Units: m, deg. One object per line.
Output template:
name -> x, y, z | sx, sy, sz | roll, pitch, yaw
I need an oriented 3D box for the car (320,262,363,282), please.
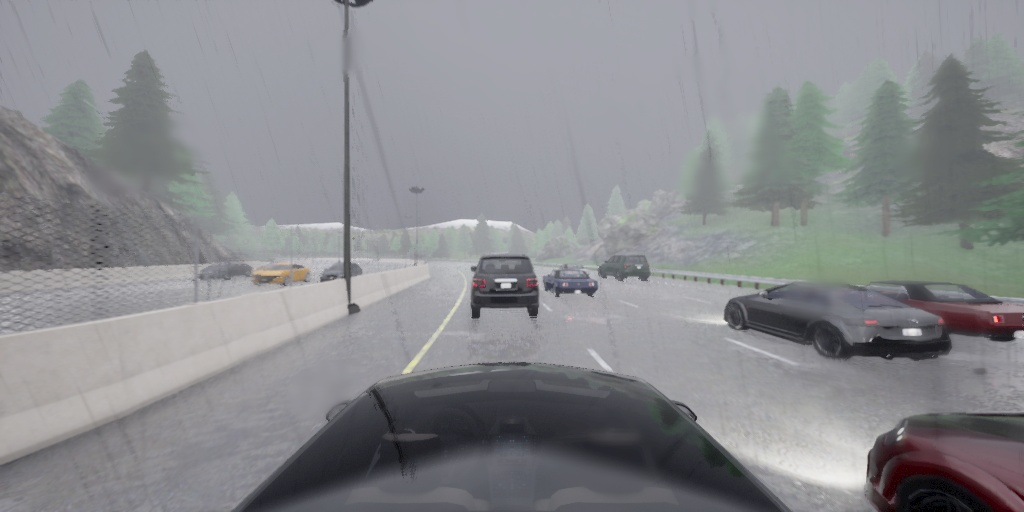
car -> -12.372, 1.230, 26.366 | 1.837, 1.490, 4.892 | 0, 0, -8

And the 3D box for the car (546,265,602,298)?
car -> 2.787, 1.314, 18.349 | 1.895, 1.301, 4.718 | 0, 0, -5

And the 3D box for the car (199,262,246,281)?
car -> -23.433, 1.233, 29.623 | 2.128, 1.511, 4.902 | 0, 0, -9

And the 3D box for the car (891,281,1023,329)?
car -> 10.355, 1.316, 9.584 | 1.895, 1.301, 4.718 | 0, 0, -2

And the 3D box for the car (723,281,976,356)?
car -> 6.882, 1.289, 8.234 | 1.994, 1.385, 4.181 | 0, 0, -2

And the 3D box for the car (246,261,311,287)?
car -> -15.681, 1.213, 24.729 | 1.882, 1.535, 5.008 | 0, 0, -7

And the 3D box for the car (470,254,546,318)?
car -> -0.332, 0.950, 13.108 | 2.150, 2.045, 5.566 | 0, 0, -3

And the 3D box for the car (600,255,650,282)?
car -> 8.753, 0.904, 28.290 | 2.150, 2.045, 5.566 | 0, 0, -7

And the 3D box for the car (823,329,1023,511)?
car -> 3.523, 1.309, 0.803 | 1.994, 1.385, 4.181 | 0, 0, 0
